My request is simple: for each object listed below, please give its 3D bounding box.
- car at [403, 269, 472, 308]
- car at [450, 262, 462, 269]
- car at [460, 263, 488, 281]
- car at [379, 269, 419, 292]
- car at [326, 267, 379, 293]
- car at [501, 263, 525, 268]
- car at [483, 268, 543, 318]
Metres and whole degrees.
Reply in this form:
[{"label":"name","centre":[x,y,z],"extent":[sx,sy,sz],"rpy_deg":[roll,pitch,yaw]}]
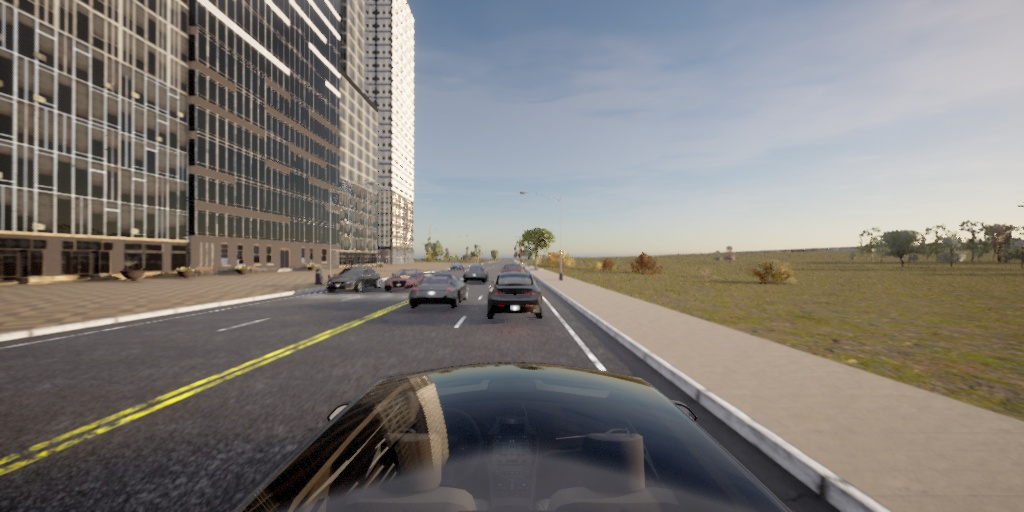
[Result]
[{"label":"car","centre":[-3.155,1.444,16.061],"extent":[1.994,1.385,4.181],"rpy_deg":[0,-1,0]},{"label":"car","centre":[-9.788,1.835,63.578],"extent":[1.812,1.442,4.674],"rpy_deg":[0,-1,1]},{"label":"car","centre":[-3.158,1.588,32.010],"extent":[1.994,1.385,4.181],"rpy_deg":[0,-1,0]},{"label":"car","centre":[-6.605,1.506,22.903],"extent":[1.994,1.385,4.181],"rpy_deg":[0,-1,0]},{"label":"car","centre":[-9.854,1.445,22.709],"extent":[1.837,1.490,4.892],"rpy_deg":[0,-1,0]},{"label":"car","centre":[0.091,1.368,31.151],"extent":[2.097,1.767,4.553],"rpy_deg":[0,-1,0]},{"label":"car","centre":[0.094,1.362,13.468],"extent":[1.837,1.490,4.892],"rpy_deg":[0,0,0]}]
